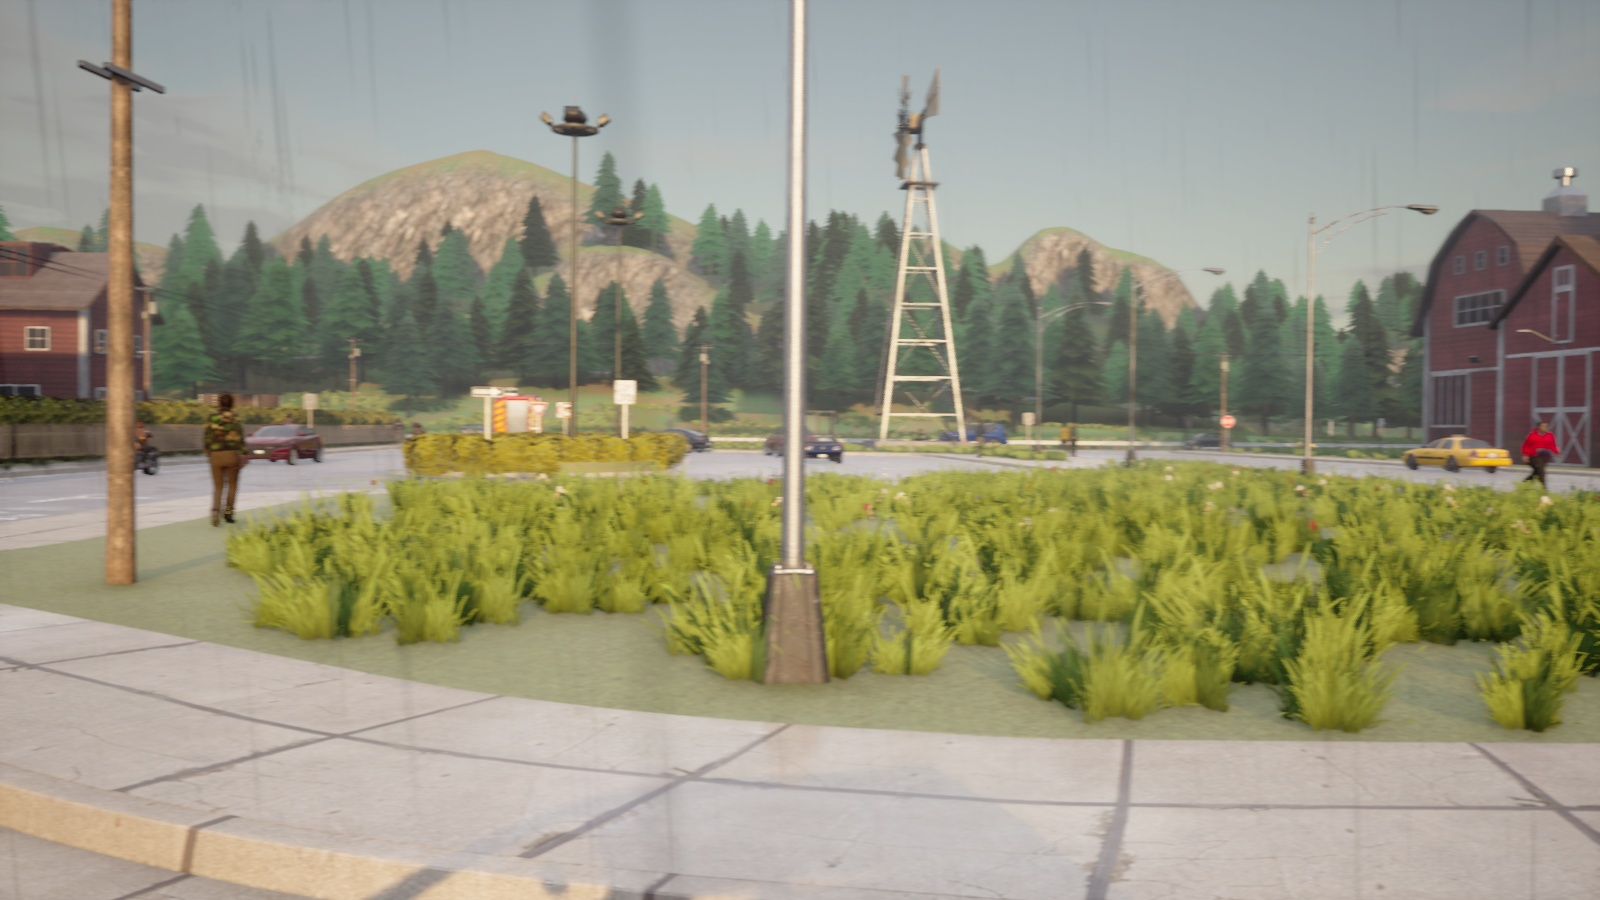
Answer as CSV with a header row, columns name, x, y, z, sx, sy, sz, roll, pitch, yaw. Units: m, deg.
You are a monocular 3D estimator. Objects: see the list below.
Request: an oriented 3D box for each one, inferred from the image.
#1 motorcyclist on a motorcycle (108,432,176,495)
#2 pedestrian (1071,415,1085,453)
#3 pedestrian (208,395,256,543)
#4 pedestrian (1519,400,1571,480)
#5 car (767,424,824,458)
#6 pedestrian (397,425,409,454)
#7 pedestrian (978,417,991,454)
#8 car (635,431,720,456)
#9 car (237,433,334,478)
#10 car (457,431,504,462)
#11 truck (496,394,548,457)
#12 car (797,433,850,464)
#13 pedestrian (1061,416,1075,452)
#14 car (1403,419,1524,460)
name,x,y,z,sx,sy,sz,roll,pitch,yaw
motorcyclist on a motorcycle,-18.241,0.344,34.859,0.766,1.649,2.350,-1,1,-4
pedestrian,14.509,-0.847,65.610,0.423,1.949,0.788,-1,1,-12
pedestrian,-7.551,0.244,16.718,0.395,1.930,0.692,-1,1,-11
pedestrian,17.486,-0.243,29.474,0.634,1.844,0.899,-1,1,-6
car,-0.291,-0.512,67.261,2.097,1.767,4.553,-1,1,-13
pedestrian,-25.721,-0.689,81.389,0.563,1.883,0.849,-1,1,-8
pedestrian,9.049,-0.718,61.596,0.370,1.835,0.726,-1,1,-10
car,-7.266,-0.396,74.446,4.674,1.442,1.812,0,1,21
car,-19.143,0.168,46.952,1.882,1.535,5.008,-1,1,-4
car,-17.180,-0.215,67.664,1.789,1.549,3.705,-1,1,-4
truck,-17.833,-1.588,80.965,2.891,3.827,8.468,-1,1,-11
car,1.000,-0.093,56.384,1.895,1.301,4.718,-1,1,-5
pedestrian,13.950,-0.836,65.300,0.431,1.840,0.709,-1,1,-13
car,27.379,-0.464,52.051,1.801,1.575,5.366,-1,1,-5
